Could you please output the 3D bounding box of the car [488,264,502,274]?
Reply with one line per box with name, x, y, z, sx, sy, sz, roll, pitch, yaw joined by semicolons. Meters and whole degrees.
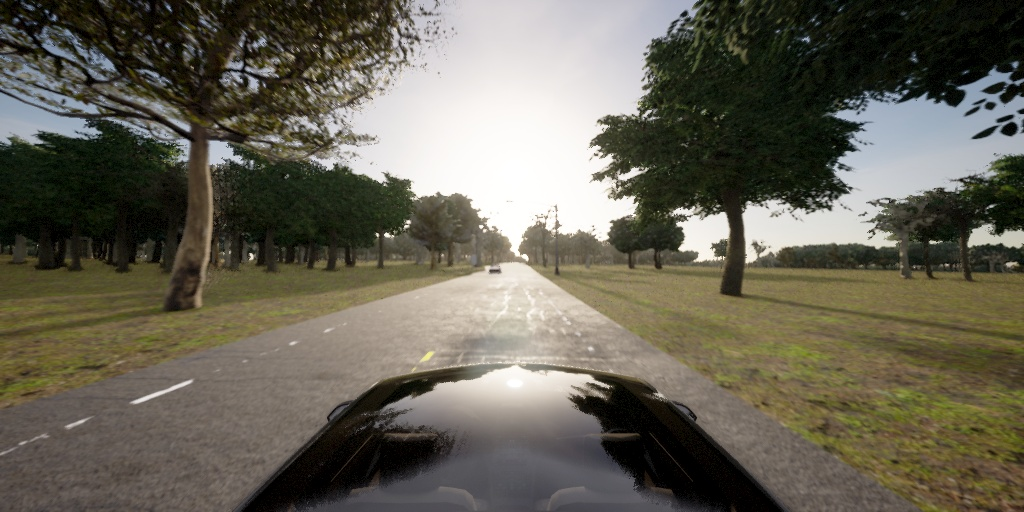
car;-2.651;2.049;57.063;2.033;1.411;5.357;0;-1;2
